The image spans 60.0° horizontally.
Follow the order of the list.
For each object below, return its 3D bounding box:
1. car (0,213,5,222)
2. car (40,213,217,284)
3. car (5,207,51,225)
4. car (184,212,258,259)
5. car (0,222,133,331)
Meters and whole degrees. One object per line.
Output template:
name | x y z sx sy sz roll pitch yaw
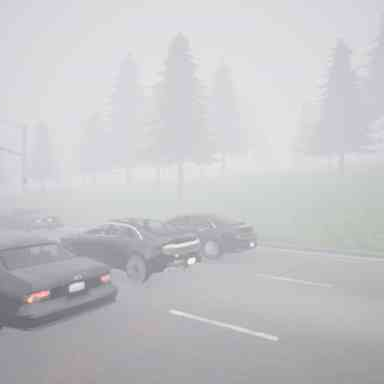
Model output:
car | -11.936 1.597 16.785 5.357 1.411 2.033 0 0 35
car | -1.985 1.511 9.703 4.902 1.511 2.128 0 0 35
car | -9.780 1.596 19.561 5.357 1.411 2.033 0 0 35
car | 0.041 1.523 12.559 4.892 1.490 1.837 0 0 35
car | -3.879 1.565 6.757 5.357 1.411 2.033 0 0 35
